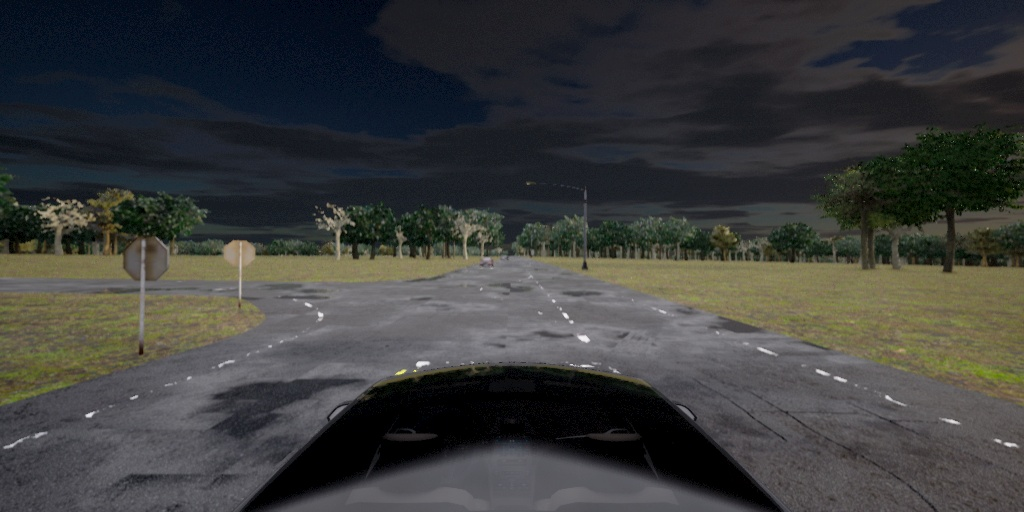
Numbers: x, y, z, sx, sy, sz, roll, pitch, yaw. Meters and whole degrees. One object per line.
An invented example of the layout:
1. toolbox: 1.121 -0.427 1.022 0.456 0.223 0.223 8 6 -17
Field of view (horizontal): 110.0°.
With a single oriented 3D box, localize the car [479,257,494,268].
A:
1. car: -3.603 0.893 51.946 1.812 1.442 4.674 0 1 0
